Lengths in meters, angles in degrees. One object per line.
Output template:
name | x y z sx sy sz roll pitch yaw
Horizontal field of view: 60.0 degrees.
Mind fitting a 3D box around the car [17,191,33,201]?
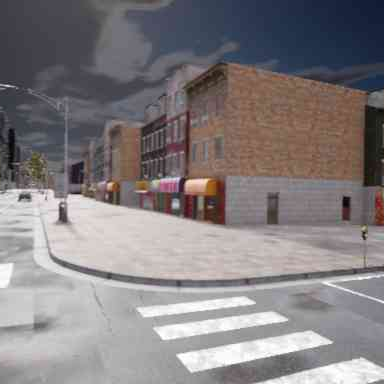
car | -25.744 0.659 51.315 1.837 1.490 4.892 1 0 -25
